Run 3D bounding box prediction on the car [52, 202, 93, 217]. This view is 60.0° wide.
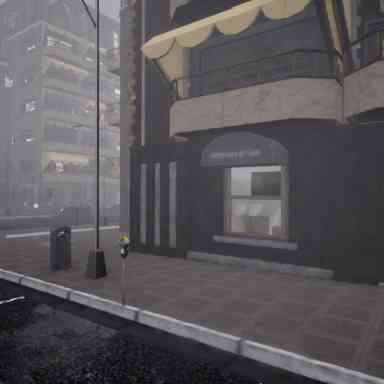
[{"bbox_3d":[-12.685,1.821,35.240,1.967,1.590,4.097,-1,-1,35],"label":"car"}]

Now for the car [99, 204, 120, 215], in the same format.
[{"bbox_3d":[-9.403,2.063,39.864,1.802,1.307,4.206,-1,-1,35],"label":"car"}]
